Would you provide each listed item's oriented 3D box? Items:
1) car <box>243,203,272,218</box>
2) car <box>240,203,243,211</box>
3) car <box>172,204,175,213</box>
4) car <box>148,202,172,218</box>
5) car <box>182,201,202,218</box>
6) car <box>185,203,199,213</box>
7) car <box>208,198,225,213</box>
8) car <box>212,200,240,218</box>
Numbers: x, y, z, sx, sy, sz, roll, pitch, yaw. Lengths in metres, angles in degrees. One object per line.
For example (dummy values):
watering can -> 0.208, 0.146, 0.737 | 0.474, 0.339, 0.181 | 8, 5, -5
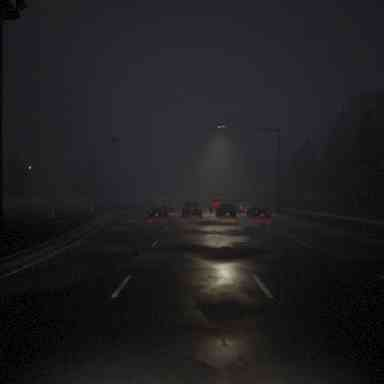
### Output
car -> 6.997, 2.024, 35.340 | 1.895, 1.301, 4.718 | 0, -1, 0
car -> 6.996, 2.145, 45.446 | 1.895, 1.301, 4.718 | 0, -1, 0
car -> -3.503, 2.110, 45.537 | 1.994, 1.385, 4.181 | 0, -1, 0
car -> -3.503, 2.025, 35.339 | 1.895, 1.301, 4.718 | 0, -1, 0
car -> -0.003, 1.775, 35.283 | 2.097, 1.767, 4.553 | 0, -1, 0
car -> -0.003, 2.146, 45.502 | 1.895, 1.301, 4.718 | 0, -1, 0
car -> 3.495, 1.765, 45.362 | 2.150, 2.045, 5.566 | 0, -1, 0
car -> 3.497, 1.923, 34.895 | 1.837, 1.490, 4.892 | 0, -1, 0
